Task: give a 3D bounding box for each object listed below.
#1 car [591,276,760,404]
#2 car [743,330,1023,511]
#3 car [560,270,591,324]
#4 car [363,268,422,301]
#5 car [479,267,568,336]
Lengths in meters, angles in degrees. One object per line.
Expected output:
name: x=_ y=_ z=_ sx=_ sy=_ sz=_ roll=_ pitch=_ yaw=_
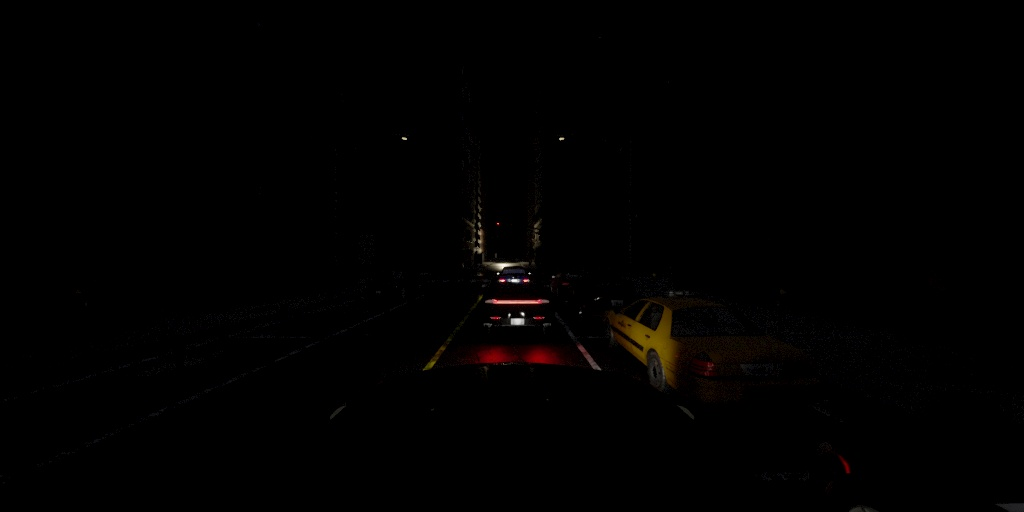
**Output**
car: x=2.877 y=1.274 z=6.425 sx=1.751 sy=1.417 sz=4.829 roll=0 pitch=0 yaw=0
car: x=2.872 y=1.301 z=0.669 sx=2.007 sy=1.370 sz=4.403 roll=0 pitch=0 yaw=0
car: x=2.880 y=1.312 z=11.841 sx=1.948 sy=1.339 sz=4.313 roll=0 pitch=0 yaw=0
car: x=-5.661 y=1.289 z=17.430 sx=1.888 sy=1.381 sz=4.507 roll=0 pitch=0 yaw=0
car: x=0.108 y=1.239 z=10.367 sx=2.128 sy=1.511 sz=4.902 roll=0 pitch=0 yaw=0
